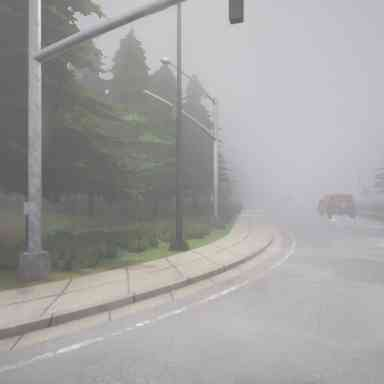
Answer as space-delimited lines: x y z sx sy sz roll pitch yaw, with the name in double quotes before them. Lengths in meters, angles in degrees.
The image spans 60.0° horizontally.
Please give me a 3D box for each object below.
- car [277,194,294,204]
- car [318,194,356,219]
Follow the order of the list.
"car" 17.781 1.348 62.277 2.097 1.767 4.553 0 0 8
"car" 12.787 1.219 29.608 2.150 2.045 5.566 0 0 10
